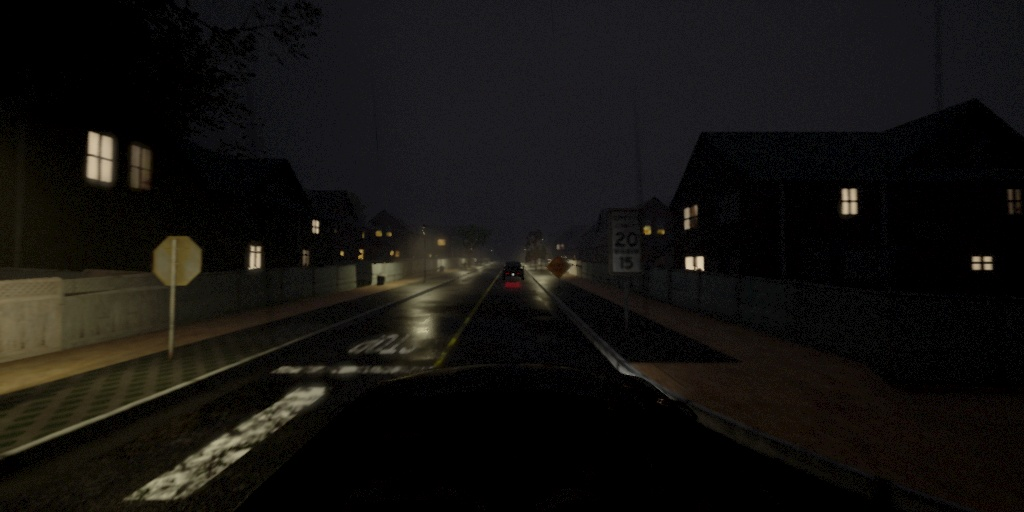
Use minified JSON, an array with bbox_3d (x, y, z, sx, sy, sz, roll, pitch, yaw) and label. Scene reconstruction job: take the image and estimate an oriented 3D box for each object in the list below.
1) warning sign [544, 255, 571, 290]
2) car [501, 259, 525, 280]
[{"bbox_3d":[2.508,0.852,19.036,1.300,1.860,1.060,0,0,0],"label":"warning sign"},{"bbox_3d":[0.082,1.237,31.456,1.837,1.490,4.892,0,0,0],"label":"car"}]
